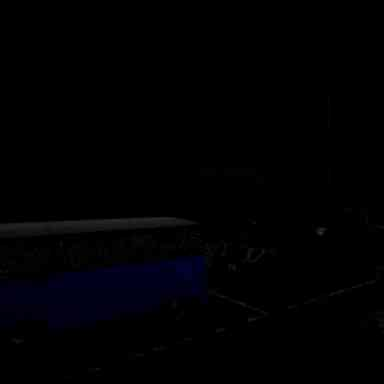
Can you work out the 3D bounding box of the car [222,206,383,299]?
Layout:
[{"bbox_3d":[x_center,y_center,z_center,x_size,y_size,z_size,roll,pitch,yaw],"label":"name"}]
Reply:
[{"bbox_3d":[2.910,1.308,8.613,5.009,1.841,2.192,0,-1,-35],"label":"car"}]

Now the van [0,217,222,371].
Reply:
[{"bbox_3d":[-1.642,1.339,5.375,3.998,1.788,1.690,0,-1,-35],"label":"van"}]
